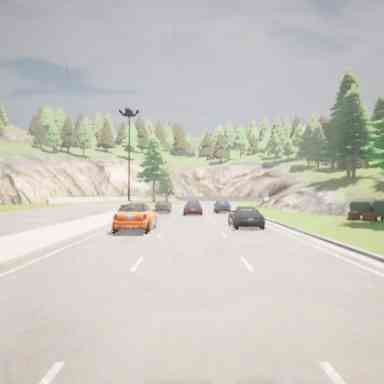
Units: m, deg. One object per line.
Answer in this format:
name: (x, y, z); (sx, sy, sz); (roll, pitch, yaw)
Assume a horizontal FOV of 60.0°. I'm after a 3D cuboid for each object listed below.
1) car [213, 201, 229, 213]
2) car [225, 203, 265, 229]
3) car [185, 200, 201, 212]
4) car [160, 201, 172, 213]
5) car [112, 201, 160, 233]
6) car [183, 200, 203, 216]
car: (3.615, 1.742, 39.764); (2.033, 1.411, 5.357); (0, 0, 0)
car: (3.605, 1.674, 22.450); (1.994, 1.385, 4.181); (0, 0, 0)
car: (0.164, 1.764, 44.317); (2.033, 1.411, 5.357); (0, 0, 1)
car: (-3.387, 1.740, 39.395); (2.033, 1.411, 5.357); (0, 0, 0)
car: (-3.396, 1.452, 20.373); (2.097, 1.767, 4.553); (0, 0, 0)
car: (0.105, 1.736, 35.063); (1.994, 1.385, 4.181); (0, 0, 0)
